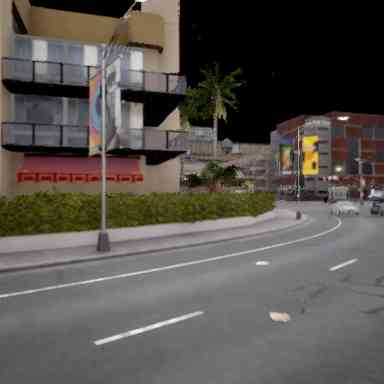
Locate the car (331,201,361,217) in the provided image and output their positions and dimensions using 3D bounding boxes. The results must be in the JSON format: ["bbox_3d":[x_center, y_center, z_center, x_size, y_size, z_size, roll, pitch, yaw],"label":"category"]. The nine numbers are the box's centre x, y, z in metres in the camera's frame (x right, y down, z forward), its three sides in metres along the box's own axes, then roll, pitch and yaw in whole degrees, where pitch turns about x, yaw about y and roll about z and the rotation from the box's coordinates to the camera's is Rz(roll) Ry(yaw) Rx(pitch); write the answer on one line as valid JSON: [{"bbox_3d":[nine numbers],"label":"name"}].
[{"bbox_3d":[15.403,1.643,33.627,1.812,1.442,4.674,0,0,9],"label":"car"}]

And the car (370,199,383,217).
[{"bbox_3d":[18.539,1.665,31.679,1.994,1.385,4.181,0,0,11],"label":"car"}]
